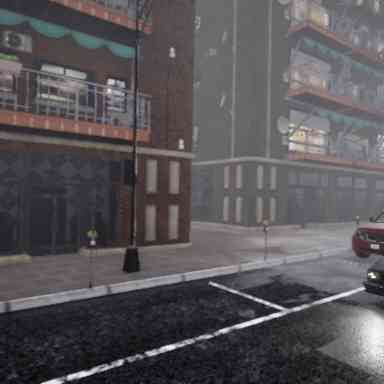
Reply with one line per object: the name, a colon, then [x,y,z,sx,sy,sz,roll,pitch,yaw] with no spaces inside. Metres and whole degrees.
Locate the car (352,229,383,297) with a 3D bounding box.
car: [6.197,1.662,7.791,5.357,1.411,2.033,1,-1,-35]

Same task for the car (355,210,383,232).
car: [7.974,1.478,12.217,5.009,1.841,2.192,1,0,-35]
